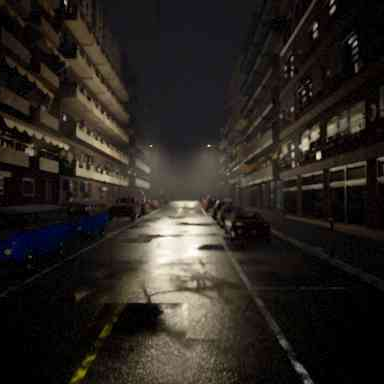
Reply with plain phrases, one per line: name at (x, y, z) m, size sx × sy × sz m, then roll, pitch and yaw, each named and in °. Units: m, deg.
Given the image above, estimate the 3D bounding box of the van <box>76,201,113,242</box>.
van at (-5.309, 1.329, 16.142) m, size 1.690 × 1.788 × 3.998 m, roll 1°, pitch 0°, yaw 0°

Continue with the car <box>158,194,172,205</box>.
car at (-5.361, 1.340, 60.385) m, size 2.192 × 1.841 × 5.009 m, roll 1°, pitch 0°, yaw 0°

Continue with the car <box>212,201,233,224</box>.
car at (2.560, 1.531, 21.620) m, size 1.887 × 1.381 × 4.507 m, roll 1°, pitch 0°, yaw 0°

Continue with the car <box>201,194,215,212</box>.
car at (2.512, 1.307, 38.213) m, size 2.192 × 1.841 × 5.009 m, roll 1°, pitch 0°, yaw 0°

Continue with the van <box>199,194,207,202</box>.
van at (2.464, 1.409, 76.934) m, size 1.690 × 1.788 × 3.998 m, roll 1°, pitch 0°, yaw 0°

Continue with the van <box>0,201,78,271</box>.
van at (-5.302, 1.331, 10.610) m, size 1.690 × 1.788 × 3.998 m, roll 2°, pitch 0°, yaw 0°

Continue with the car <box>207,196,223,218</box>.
car at (2.564, 1.427, 27.152) m, size 1.967 × 1.590 × 4.097 m, roll 1°, pitch 0°, yaw 0°

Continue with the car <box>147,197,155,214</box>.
car at (-5.328, 1.305, 32.732) m, size 2.192 × 1.841 × 5.009 m, roll 1°, pitch 0°, yaw 0°

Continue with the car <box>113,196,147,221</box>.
car at (-5.321, 1.303, 27.203) m, size 2.192 × 1.841 × 5.009 m, roll 1°, pitch 0°, yaw 0°

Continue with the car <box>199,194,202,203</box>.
car at (2.495, 1.444, 49.276) m, size 1.967 × 1.590 × 4.097 m, roll 1°, pitch 0°, yaw 0°

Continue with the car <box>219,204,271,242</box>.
car at (2.567, 1.532, 16.090) m, size 1.887 × 1.381 × 4.507 m, roll 1°, pitch 0°, yaw 0°

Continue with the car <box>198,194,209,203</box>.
car at (2.471, 1.366, 71.402) m, size 2.192 × 1.841 × 5.009 m, roll 1°, pitch 0°, yaw 0°

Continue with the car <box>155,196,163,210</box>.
car at (-5.347, 1.564, 43.795) m, size 1.947 × 1.339 × 4.313 m, roll 1°, pitch 0°, yaw 0°
